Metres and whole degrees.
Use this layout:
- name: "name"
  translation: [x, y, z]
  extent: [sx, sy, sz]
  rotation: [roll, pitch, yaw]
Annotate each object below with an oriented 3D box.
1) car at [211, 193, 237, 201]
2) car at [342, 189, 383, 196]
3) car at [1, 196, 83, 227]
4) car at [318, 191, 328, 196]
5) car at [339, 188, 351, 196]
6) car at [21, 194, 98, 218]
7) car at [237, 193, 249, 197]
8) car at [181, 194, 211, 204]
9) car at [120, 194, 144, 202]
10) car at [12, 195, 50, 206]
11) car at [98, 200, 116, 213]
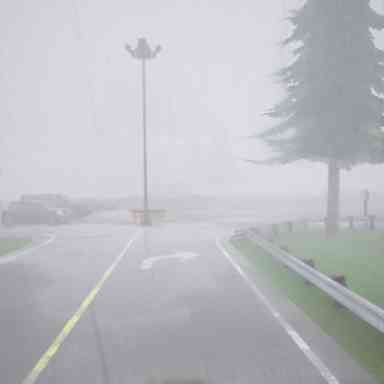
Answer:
- name: "car"
  translation: [4.170, 0.919, 51.622]
  extent: [4.674, 1.442, 1.812]
  rotation: [-1, 1, -3]
- name: "car"
  translation: [23.994, 0.734, 45.787]
  extent: [4.902, 1.511, 2.128]
  rotation: [-1, 1, -3]
- name: "car"
  translation: [-10.052, 1.343, 22.078]
  extent: [4.553, 1.767, 2.097]
  rotation: [-1, 1, 8]
- name: "car"
  translation: [24.340, 0.307, 56.277]
  extent: [5.566, 2.045, 2.150]
  rotation: [-1, 1, -3]
- name: "car"
  translation: [25.129, 0.479, 52.834]
  extent: [4.553, 1.767, 2.097]
  rotation: [-1, 1, -3]
- name: "car"
  translation: [-10.614, 1.162, 25.994]
  extent: [5.566, 2.045, 2.150]
  rotation: [-1, 1, -3]
- name: "car"
  translation: [7.107, 0.831, 55.290]
  extent: [4.674, 1.442, 1.812]
  rotation: [-1, 1, -3]
- name: "car"
  translation: [-0.376, 1.059, 44.343]
  extent: [4.892, 1.490, 1.837]
  rotation: [0, 1, -3]
- name: "car"
  translation: [-9.747, 1.084, 54.297]
  extent: [4.181, 1.385, 1.994]
  rotation: [-1, 1, -3]
- name: "car"
  translation: [-24.124, 1.259, 49.931]
  extent: [4.892, 1.490, 1.837]
  rotation: [0, 1, -3]
- name: "car"
  translation: [-10.070, 1.323, 33.044]
  extent: [4.902, 1.511, 2.128]
  rotation: [-1, 1, -3]
